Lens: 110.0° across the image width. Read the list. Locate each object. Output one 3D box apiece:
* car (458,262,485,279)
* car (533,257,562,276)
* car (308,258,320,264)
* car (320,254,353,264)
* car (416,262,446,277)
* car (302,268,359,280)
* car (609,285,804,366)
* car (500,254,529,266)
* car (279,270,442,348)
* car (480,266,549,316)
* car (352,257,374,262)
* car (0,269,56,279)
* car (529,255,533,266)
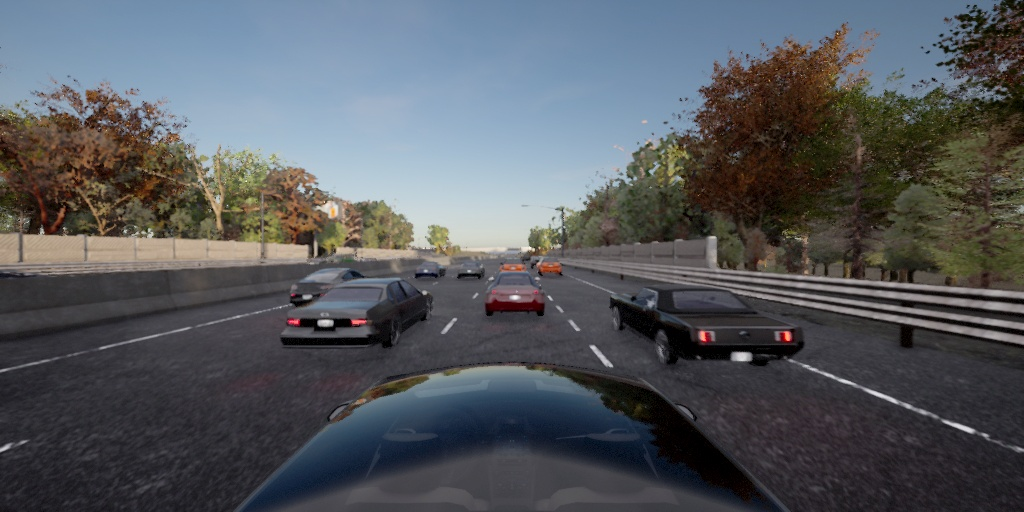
[{"bbox_3d":[-3.408,1.169,30.565,1.994,1.385,4.181,0,0,0],"label":"car"},{"bbox_3d":[3.488,0.898,34.420,2.097,1.767,4.553,0,0,0],"label":"car"},{"bbox_3d":[-28.071,0.995,52.729,2.128,1.511,4.902,0,0,0],"label":"car"},{"bbox_3d":[-24.585,0.732,51.267,2.150,2.045,5.566,0,0,0],"label":"car"},{"bbox_3d":[-6.908,1.168,30.725,1.994,1.385,4.181,0,0,0],"label":"car"},{"bbox_3d":[-6.902,1.210,14.374,1.812,1.442,4.674,0,0,0],"label":"car"},{"bbox_3d":[3.618,1.280,7.861,1.895,1.301,4.718,0,0,0],"label":"car"},{"bbox_3d":[0.088,0.960,29.820,2.097,1.767,4.553,0,0,0],"label":"car"},{"bbox_3d":[-3.401,1.258,9.051,2.033,1.411,5.357,0,0,0],"label":"car"},{"bbox_3d":[0.095,1.253,13.151,1.994,1.385,4.181,0,0,0],"label":"car"},{"bbox_3d":[-21.087,1.069,52.372,1.994,1.385,4.181,0,0,0],"label":"car"},{"bbox_3d":[-17.603,1.191,11.465,2.128,1.511,4.902,0,0,0],"label":"car"},{"bbox_3d":[3.482,0.969,50.471,1.837,1.490,4.892,0,0,0],"label":"car"}]
